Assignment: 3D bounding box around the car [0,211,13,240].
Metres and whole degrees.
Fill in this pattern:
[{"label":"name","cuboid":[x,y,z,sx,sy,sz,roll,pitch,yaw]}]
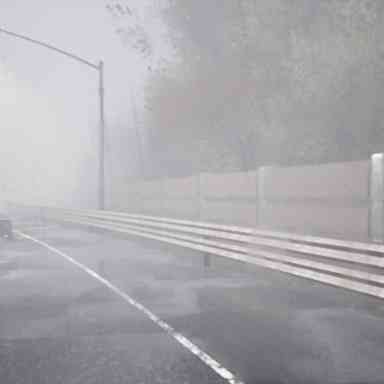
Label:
[{"label":"car","cuboid":[-10.871,1.686,17.603,1.882,1.535,5.008,0,-1,-38]}]
